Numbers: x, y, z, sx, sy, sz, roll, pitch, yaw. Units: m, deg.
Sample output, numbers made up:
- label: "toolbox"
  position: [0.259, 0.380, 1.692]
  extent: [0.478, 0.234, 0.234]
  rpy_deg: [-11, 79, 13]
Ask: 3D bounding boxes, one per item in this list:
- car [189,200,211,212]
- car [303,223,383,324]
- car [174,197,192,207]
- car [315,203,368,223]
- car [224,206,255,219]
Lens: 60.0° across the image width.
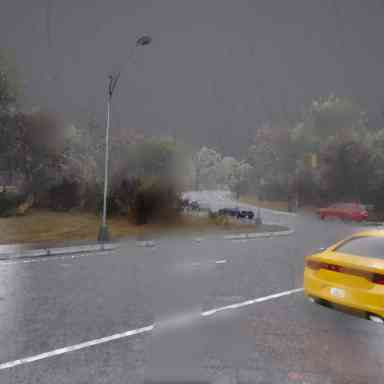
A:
- label: "car"
  position: [1.141, 1.897, 45.206]
  extent: [1.837, 1.490, 4.892]
  rpy_deg: [2, 1, -17]
- label: "car"
  position: [4.431, 1.544, 6.915]
  extent: [5.008, 1.535, 1.882]
  rpy_deg: [1, -1, -35]
- label: "car"
  position: [-1.513, 1.652, 54.788]
  extent: [1.994, 1.385, 4.181]
  rpy_deg: [2, 2, -13]
- label: "car"
  position: [15.839, 2.210, 35.516]
  extent: [2.150, 2.045, 5.566]
  rpy_deg: [2, -1, -27]
- label: "car"
  position: [4.706, 2.145, 35.463]
  extent: [1.895, 1.301, 4.718]
  rpy_deg: [3, -1, -22]
